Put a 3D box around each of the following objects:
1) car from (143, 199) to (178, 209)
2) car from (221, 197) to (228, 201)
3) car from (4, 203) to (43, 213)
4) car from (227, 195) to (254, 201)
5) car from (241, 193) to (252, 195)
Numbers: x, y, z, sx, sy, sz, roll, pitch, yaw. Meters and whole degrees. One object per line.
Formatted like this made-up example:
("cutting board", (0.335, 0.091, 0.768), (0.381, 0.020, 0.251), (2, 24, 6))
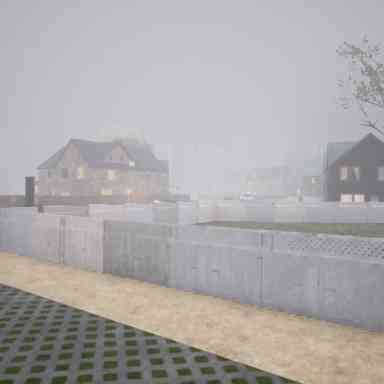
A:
("car", (-3.101, 1.437, 34.354), (2.128, 1.511, 4.902), (2, 1, 35))
("car", (5.673, 1.493, 51.193), (1.837, 1.490, 4.892), (1, 0, 15))
("car", (-11.739, 1.499, 22.863), (2.033, 1.411, 5.357), (2, 1, 38))
("car", (6.798, 1.598, 45.649), (2.033, 1.411, 5.357), (1, 0, 20))
("car", (9.665, 1.234, 59.235), (2.150, 2.045, 5.566), (1, 0, 3))
